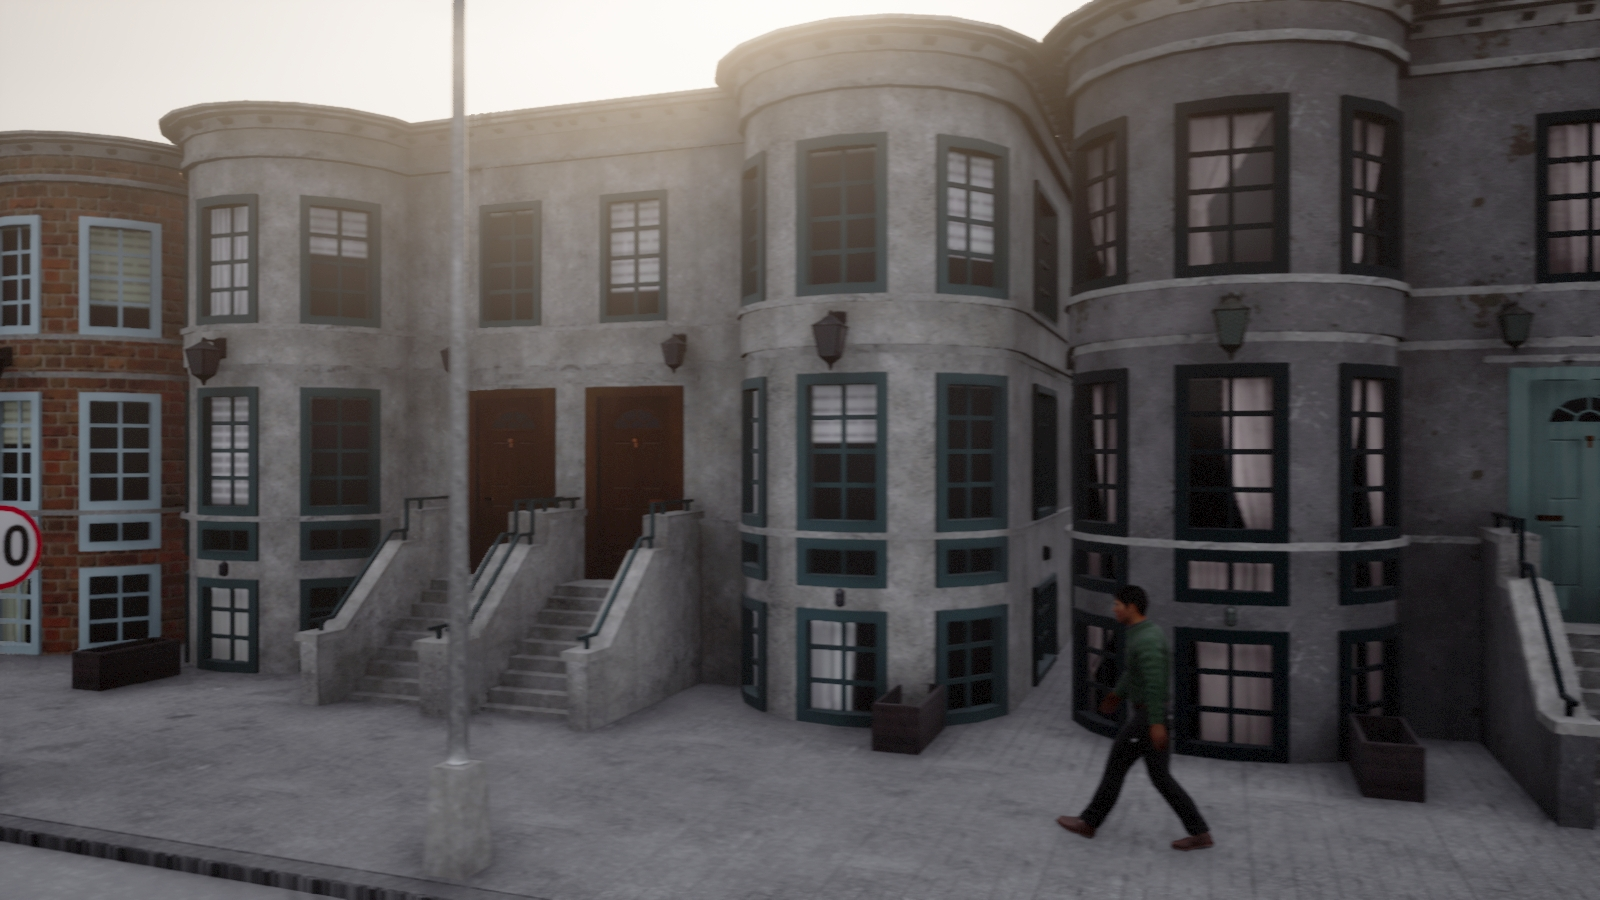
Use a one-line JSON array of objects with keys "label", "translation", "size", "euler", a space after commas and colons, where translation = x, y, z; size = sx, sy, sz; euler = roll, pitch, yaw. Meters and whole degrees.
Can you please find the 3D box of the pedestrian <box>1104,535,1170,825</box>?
[{"label": "pedestrian", "translation": [2.285, 1.525, 7.729], "size": [0.375, 1.860, 0.375], "euler": [0, 0, 25]}]
